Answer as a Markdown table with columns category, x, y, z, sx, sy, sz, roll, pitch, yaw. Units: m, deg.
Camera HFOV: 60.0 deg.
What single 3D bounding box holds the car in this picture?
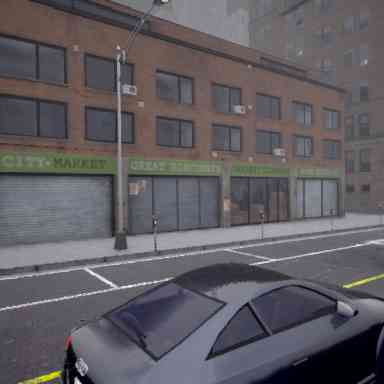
| category | x | y | z | sx | sy | sz | roll | pitch | yaw |
| --- | --- | --- | --- | --- | --- | --- | --- | --- | --- |
| car | 0.741 | 1.564 | 3.839 | 4.181 | 1.385 | 1.994 | 0 | 0 | -36 |
